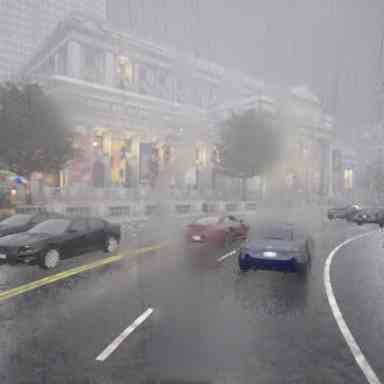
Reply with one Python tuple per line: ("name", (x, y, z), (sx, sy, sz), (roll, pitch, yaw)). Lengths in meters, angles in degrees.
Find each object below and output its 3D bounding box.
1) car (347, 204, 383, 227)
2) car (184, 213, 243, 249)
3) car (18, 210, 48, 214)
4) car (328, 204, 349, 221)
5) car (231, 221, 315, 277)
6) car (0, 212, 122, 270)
("car", (14.261, 1.866, 25.521), (5.357, 1.411, 2.033), (1, -1, -41))
("car", (1.265, 1.695, 15.482), (1.812, 1.442, 4.674), (0, 0, 27))
("car", (-7.089, 1.611, 14.653), (1.882, 1.535, 5.008), (0, -1, 24))
("car", (14.013, 1.856, 29.916), (4.902, 1.511, 2.128), (1, -1, -42))
("car", (2.895, 1.691, 10.926), (1.994, 1.385, 4.181), (0, -1, 22))
("car", (-4.472, 1.589, 11.806), (1.882, 1.535, 5.008), (0, -1, 22))
